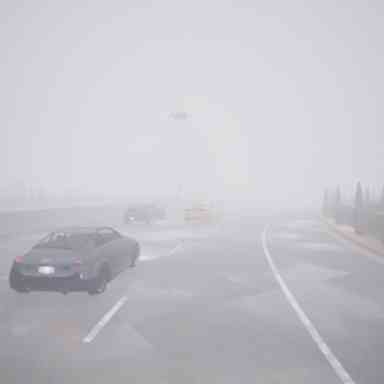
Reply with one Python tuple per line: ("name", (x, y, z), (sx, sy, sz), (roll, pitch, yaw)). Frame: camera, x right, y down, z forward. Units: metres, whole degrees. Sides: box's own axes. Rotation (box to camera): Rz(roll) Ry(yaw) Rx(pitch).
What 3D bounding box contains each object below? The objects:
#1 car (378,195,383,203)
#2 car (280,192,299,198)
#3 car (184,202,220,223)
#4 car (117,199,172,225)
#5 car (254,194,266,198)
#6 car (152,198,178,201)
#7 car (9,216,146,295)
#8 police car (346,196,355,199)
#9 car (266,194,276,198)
("car", (42.891, 1.588, 72.773), (4.553, 1.767, 2.097), (0, 0, -33))
("car", (22.597, 0.975, 76.746), (5.566, 2.045, 2.150), (0, 0, -40))
("car", (0.865, 1.489, 26.045), (1.882, 1.535, 5.008), (0, 0, 17))
("car", (-3.309, 1.494, 24.244), (1.837, 1.490, 4.892), (0, 0, 15))
("car", (17.157, 1.239, 81.322), (4.553, 1.767, 2.097), (0, 0, -41))
("car", (-3.010, 1.596, 44.734), (1.895, 1.301, 4.718), (0, 0, 27))
("car", (-2.760, 1.552, 8.740), (1.994, 1.385, 4.181), (0, 0, 6))
("police car", (31.418, 1.602, 64.507), (5.238, 1.638, 1.930), (0, 0, -40))
("car", (20.389, 1.292, 79.463), (4.181, 1.385, 1.994), (0, 0, -40))
